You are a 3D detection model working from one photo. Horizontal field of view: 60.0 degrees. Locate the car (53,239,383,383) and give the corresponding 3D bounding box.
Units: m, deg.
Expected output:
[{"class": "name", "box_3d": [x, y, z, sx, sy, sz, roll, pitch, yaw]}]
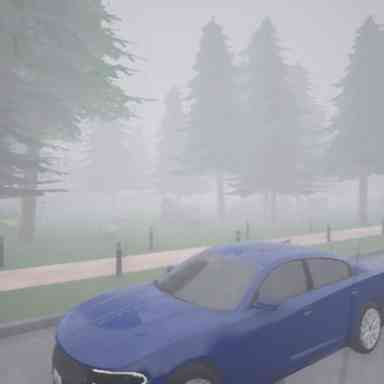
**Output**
[{"class": "car", "box_3d": [0.782, 1.478, 4.562, 5.008, 1.535, 1.882, 0, 0, -35]}]
